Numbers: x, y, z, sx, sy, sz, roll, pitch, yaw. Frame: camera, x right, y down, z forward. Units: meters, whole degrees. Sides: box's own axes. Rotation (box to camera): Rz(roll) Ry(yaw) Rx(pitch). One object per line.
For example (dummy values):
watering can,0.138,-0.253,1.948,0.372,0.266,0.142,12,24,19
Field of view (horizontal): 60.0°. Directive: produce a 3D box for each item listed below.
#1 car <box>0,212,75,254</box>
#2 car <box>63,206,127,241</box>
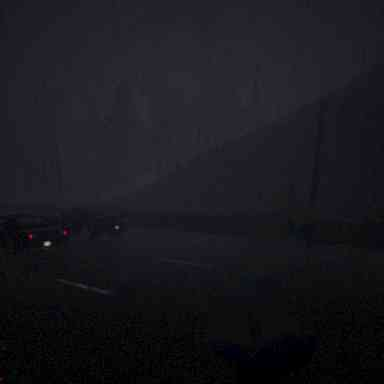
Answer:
car,-7.035,1.567,13.316,4.718,1.301,1.895,0,0,36
car,-5.392,1.443,16.442,5.008,1.535,1.882,0,0,36
